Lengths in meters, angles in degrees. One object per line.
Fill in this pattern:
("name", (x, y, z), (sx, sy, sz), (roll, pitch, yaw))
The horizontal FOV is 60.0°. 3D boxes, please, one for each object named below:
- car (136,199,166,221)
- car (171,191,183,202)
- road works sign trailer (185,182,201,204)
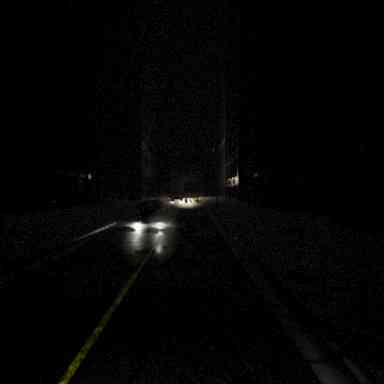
("car", (-3.098, 1.330, 25.921), (1.882, 1.535, 5.008), (0, 0, 0))
("car", (-3.006, 0.898, 67.216), (2.150, 2.045, 5.566), (0, 1, 0))
("road works sign trailer", (-0.001, 0.184, 56.127), (2.380, 3.560, 2.880), (0, 0, 0))
